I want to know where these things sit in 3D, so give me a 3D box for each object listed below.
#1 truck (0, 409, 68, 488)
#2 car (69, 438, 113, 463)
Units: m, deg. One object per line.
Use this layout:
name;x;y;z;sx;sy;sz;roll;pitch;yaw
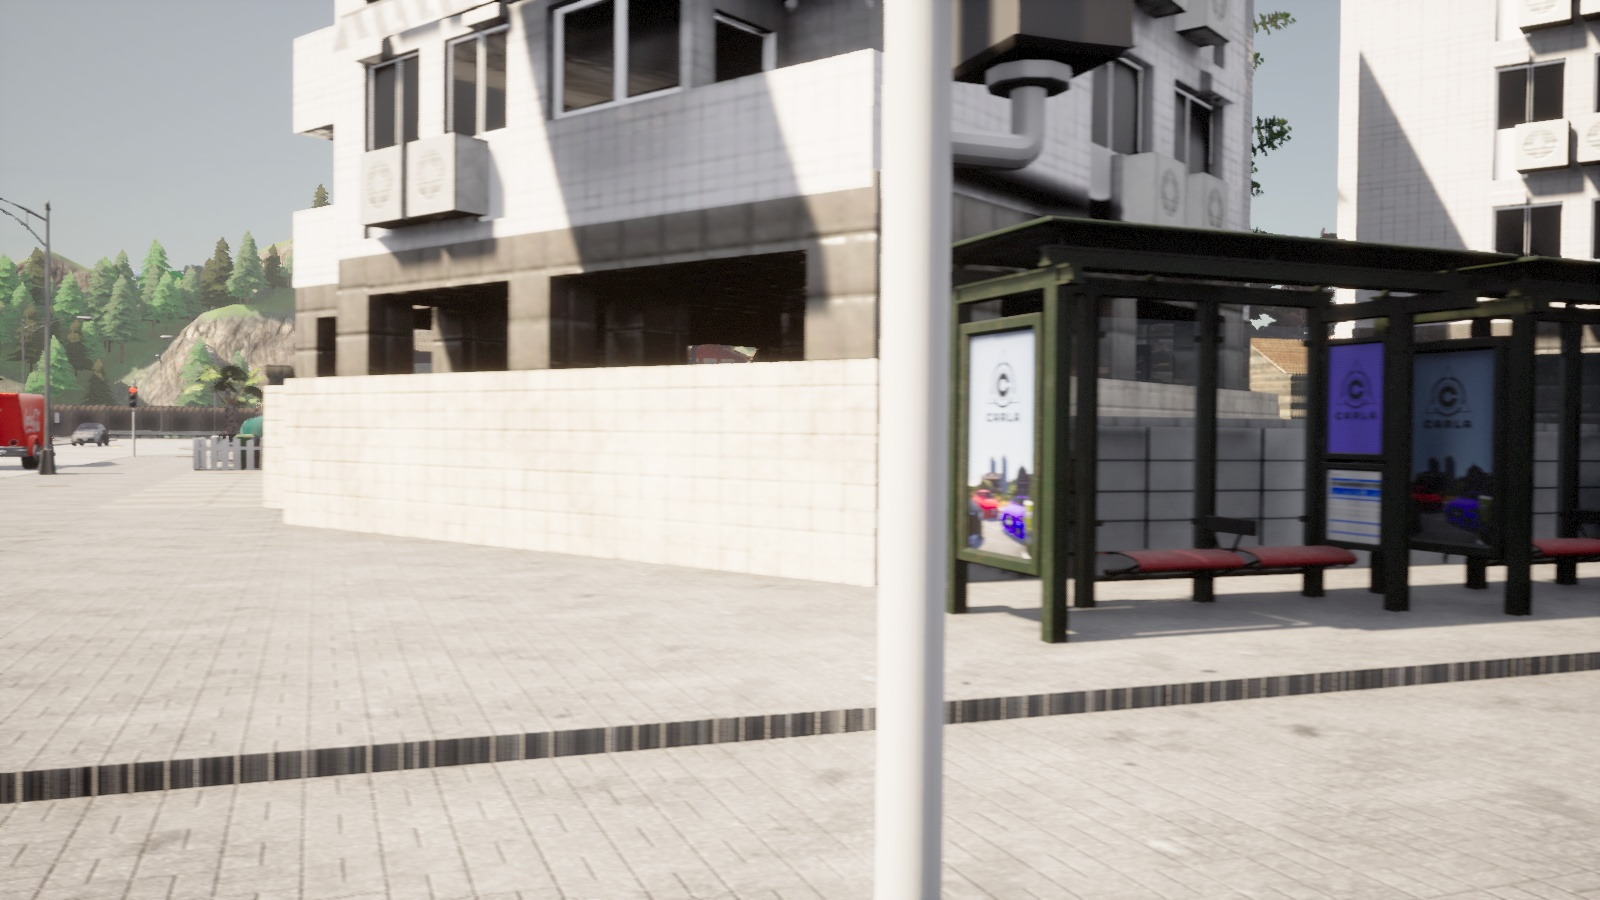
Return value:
truck;-26.278;-0.074;41.502;2.627;2.467;5.204;-1;1;-19
car;-45.345;0.006;80.348;1.845;1.501;3.633;-1;1;-20
